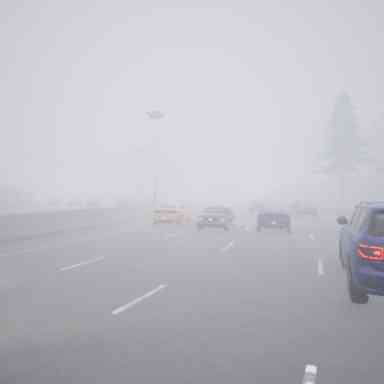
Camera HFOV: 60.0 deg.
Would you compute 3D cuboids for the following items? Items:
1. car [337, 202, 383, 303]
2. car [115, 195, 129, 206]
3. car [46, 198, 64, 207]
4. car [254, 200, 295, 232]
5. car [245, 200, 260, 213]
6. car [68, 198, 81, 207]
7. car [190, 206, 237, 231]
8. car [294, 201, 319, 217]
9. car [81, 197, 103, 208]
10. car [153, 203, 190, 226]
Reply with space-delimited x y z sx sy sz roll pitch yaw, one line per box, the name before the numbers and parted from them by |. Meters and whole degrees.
car | 4.820 1.240 7.924 2.150 2.045 5.566 0 0 22
car | -11.170 1.406 53.163 2.097 1.767 4.553 0 0 -9
car | -21.723 1.586 52.915 2.033 1.411 5.357 0 0 -12
car | 5.045 1.513 20.518 1.882 1.535 5.008 0 0 14
car | 7.375 1.589 37.976 1.812 1.442 4.674 0 0 2
car | -18.121 1.591 52.516 2.033 1.411 5.357 0 0 -10
car | 1.637 1.578 20.806 2.033 1.411 5.357 0 0 14
car | 10.578 1.608 31.830 2.033 1.411 5.357 0 0 5
car | -14.016 1.521 47.786 1.882 1.535 5.008 0 0 -6
car | -1.296 1.508 24.007 1.882 1.535 5.008 0 0 12
